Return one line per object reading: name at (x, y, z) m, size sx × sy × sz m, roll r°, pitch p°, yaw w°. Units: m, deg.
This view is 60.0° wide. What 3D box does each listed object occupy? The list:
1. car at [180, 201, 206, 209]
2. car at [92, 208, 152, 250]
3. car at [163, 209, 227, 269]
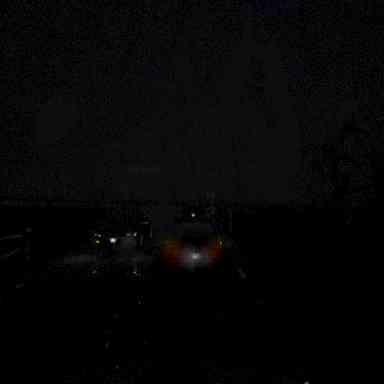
car at (0.101, 1.511, 27.742) m, size 1.837 × 1.490 × 4.892 m, roll 0°, pitch 0°, yaw 0°
car at (-2.841, 1.504, 14.400) m, size 1.837 × 1.490 × 4.892 m, roll 0°, pitch 0°, yaw 0°
car at (0.090, 1.524, 11.019) m, size 1.812 × 1.442 × 4.674 m, roll 0°, pitch 0°, yaw 0°
